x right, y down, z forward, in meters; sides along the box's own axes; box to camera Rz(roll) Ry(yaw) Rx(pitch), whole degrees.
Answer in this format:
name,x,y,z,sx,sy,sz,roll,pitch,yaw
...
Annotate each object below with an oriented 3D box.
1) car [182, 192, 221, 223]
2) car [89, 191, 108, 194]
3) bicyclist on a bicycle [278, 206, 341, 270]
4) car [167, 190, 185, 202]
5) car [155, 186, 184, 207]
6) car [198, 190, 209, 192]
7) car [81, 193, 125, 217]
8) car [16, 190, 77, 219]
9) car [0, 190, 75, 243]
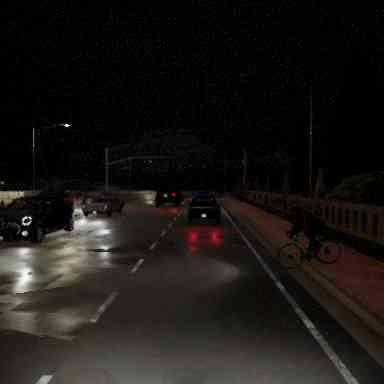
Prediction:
name,x,y,z,sx,sy,sz,roll,pitch,yaw
car,0.746,0.998,20.369,2.128,1.511,4.902,0,1,2
car,-9.451,0.642,33.405,2.128,1.511,4.902,0,1,2
bicyclist on a bicycle,2.965,1.151,8.605,1.656,1.620,0.582,-9,1,2
car,-2.068,0.513,42.999,1.994,1.385,4.181,0,1,2
car,-2.339,0.395,33.640,2.150,2.045,5.566,0,1,2
car,1.532,0.437,43.161,1.882,1.535,5.008,0,1,2
car,-6.317,0.991,24.050,1.895,1.301,4.718,0,1,2
car,-9.854,0.753,22.996,2.097,1.767,4.553,0,1,2
car,-6.679,0.985,13.908,2.097,1.767,4.553,0,1,2
